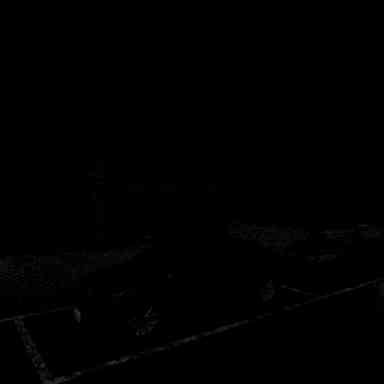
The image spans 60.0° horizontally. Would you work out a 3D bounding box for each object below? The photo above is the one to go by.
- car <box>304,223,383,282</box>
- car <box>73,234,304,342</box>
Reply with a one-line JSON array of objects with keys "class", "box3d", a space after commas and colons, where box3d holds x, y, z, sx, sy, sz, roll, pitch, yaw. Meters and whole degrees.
[{"class": "car", "box3d": [4.445, 1.582, 9.702, 4.206, 1.307, 1.802, 0, 0, -35]}, {"class": "car", "box3d": [-0.036, 1.566, 6.510, 4.313, 1.339, 1.947, 0, 0, -35]}]
